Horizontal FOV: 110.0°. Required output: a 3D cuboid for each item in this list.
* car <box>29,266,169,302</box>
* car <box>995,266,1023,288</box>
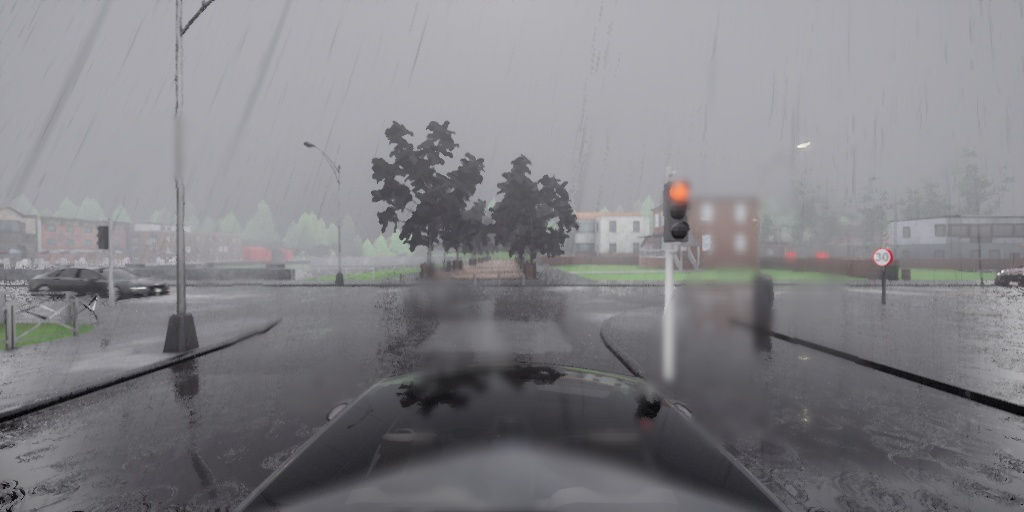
[{"bbox_3d":[-18.022,1.219,15.792,4.892,1.490,1.837,1,0,0],"label":"car"},{"bbox_3d":[30.118,0.968,19.912,4.553,1.767,2.097,0,0,0],"label":"car"}]
